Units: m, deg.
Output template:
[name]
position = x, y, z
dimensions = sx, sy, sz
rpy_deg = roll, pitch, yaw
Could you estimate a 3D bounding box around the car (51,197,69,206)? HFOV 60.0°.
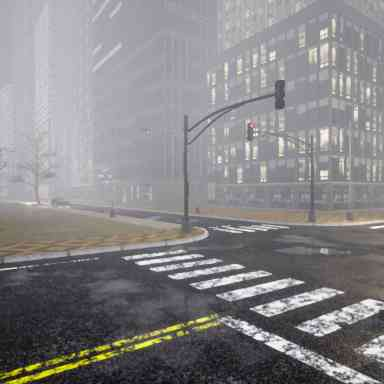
[car]
position = -21.611, 1.553, 54.287
dimensions = 2.033, 1.411, 5.357
rpy_deg = 0, 0, -35
